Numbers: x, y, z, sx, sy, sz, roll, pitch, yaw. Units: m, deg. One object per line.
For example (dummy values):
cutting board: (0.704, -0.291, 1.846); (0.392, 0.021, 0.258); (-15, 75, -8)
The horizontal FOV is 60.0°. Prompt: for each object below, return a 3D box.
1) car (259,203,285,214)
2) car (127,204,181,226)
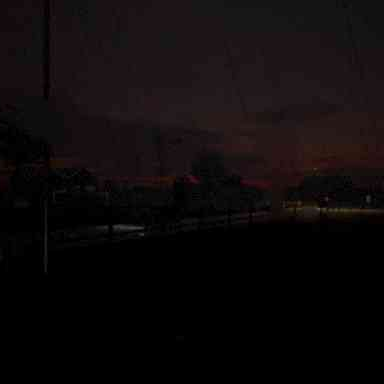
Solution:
car: (10.730, 2.175, 44.628); (1.895, 1.301, 4.718); (1, -1, 36)
car: (-2.808, 1.714, 25.493); (1.837, 1.490, 4.892); (1, 0, 35)
